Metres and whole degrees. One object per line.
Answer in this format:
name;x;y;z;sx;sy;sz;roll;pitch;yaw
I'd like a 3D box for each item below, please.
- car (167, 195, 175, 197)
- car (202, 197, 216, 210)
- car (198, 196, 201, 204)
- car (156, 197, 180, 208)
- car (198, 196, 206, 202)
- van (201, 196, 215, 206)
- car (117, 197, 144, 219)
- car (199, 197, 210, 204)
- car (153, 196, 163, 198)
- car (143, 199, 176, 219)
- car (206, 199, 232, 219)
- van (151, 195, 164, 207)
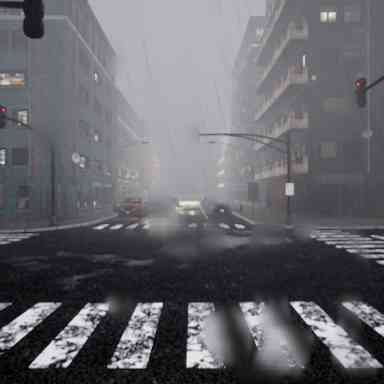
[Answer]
car;-2.872;1.629;50.800;1.812;1.442;4.674;0;0;0
car;2.540;1.668;41.223;1.802;1.307;4.206;0;0;0
car;2.529;1.556;57.880;1.967;1.590;4.097;0;0;0
car;-2.874;1.633;40.538;2.033;1.411;5.357;0;0;0
car;2.510;1.703;85.640;1.887;1.381;4.507;0;0;0
van;2.537;1.437;46.776;1.690;1.788;3.998;0;0;0
car;-5.333;1.381;30.114;2.192;1.841;5.009;0;0;0
car;2.521;1.685;68.984;2.008;1.369;4.403;0;0;0
car;-5.344;1.641;46.770;1.887;1.381;4.507;0;0;0
car;-2.869;1.614;30.435;2.033;1.411;5.357;0;0;0
car;2.547;1.632;30.120;1.947;1.339;4.313;0;0;0
van;-5.348;1.447;52.322;1.690;1.788;3.998;0;0;0
